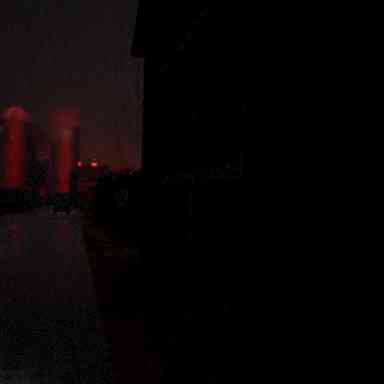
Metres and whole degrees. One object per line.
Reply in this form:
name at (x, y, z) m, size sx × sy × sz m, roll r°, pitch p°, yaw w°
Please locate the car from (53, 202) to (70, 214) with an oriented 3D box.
car at (-17.296, 2.113, 44.176) m, size 1.812 × 1.442 × 4.674 m, roll 1°, pitch -2°, yaw -19°
